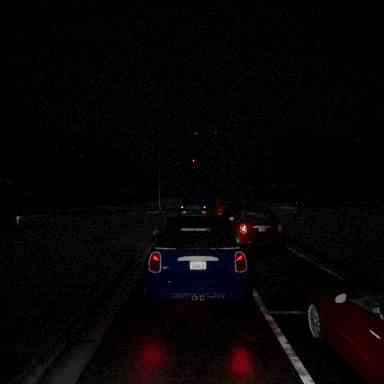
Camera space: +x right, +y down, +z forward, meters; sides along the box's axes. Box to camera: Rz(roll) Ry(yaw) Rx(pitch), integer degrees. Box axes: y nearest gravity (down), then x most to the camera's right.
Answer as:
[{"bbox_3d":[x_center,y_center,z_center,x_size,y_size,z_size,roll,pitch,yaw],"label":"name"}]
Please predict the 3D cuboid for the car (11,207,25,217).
[{"bbox_3d":[-21.121,2.115,36.962,4.674,1.442,1.812,-2,1,0],"label":"car"}]

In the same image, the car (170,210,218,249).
[{"bbox_3d":[0.102,1.602,15.491,1.895,1.301,4.718,0,0,0],"label":"car"}]

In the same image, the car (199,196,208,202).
[{"bbox_3d":[2.665,1.654,78.603,2.008,1.369,4.403,-1,0,0],"label":"car"}]

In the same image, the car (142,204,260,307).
[{"bbox_3d":[0.073,1.352,8.156,2.097,1.767,4.553,0,0,-1],"label":"car"}]

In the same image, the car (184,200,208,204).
[{"bbox_3d":[0.114,1.572,25.503,1.994,1.385,4.181,0,0,-1],"label":"car"}]

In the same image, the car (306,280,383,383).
[{"bbox_3d":[2.631,1.581,3.601,1.802,1.307,4.206,-1,0,0],"label":"car"}]

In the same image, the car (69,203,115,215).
[{"bbox_3d":[-10.996,1.895,36.949,4.718,1.301,1.895,-2,1,0],"label":"car"}]

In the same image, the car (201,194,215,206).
[{"bbox_3d":[2.652,1.366,56.978,2.192,1.841,5.009,-1,0,0],"label":"car"}]

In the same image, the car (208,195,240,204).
[{"bbox_3d":[2.638,1.323,25.210,2.192,1.841,5.009,-1,0,0],"label":"car"}]

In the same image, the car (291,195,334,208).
[{"bbox_3d":[14.433,1.110,39.904,4.892,1.490,1.837,-2,1,0],"label":"car"}]

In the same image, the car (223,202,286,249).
[{"bbox_3d":[2.634,1.441,14.406,1.967,1.590,4.097,-1,0,0],"label":"car"}]

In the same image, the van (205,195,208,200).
[{"bbox_3d":[2.650,1.382,51.572,1.690,1.788,3.998,-1,0,0],"label":"van"}]

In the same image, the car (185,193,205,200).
[{"bbox_3d":[0.120,1.387,47.718,2.097,1.767,4.553,0,0,-8],"label":"car"}]

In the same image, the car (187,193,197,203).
[{"bbox_3d":[0.039,1.320,75.532,2.150,2.045,5.566,0,0,0],"label":"car"}]

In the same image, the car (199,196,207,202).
[{"bbox_3d":[2.668,1.664,84.010,1.887,1.381,4.507,-1,0,0],"label":"car"}]
